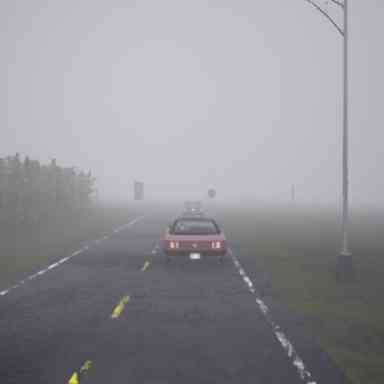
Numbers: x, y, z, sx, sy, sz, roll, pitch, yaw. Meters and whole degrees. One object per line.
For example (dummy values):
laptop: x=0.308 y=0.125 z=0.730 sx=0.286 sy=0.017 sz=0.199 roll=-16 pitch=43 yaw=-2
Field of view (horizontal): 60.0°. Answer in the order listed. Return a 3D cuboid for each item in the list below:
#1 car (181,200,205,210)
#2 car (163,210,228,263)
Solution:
car: x=0.097 y=1.396 z=27.816 sx=2.033 sy=1.411 sz=5.357 roll=0 pitch=0 yaw=0
car: x=0.097 y=1.537 z=11.736 sx=1.895 sy=1.301 sz=4.718 roll=0 pitch=0 yaw=0
